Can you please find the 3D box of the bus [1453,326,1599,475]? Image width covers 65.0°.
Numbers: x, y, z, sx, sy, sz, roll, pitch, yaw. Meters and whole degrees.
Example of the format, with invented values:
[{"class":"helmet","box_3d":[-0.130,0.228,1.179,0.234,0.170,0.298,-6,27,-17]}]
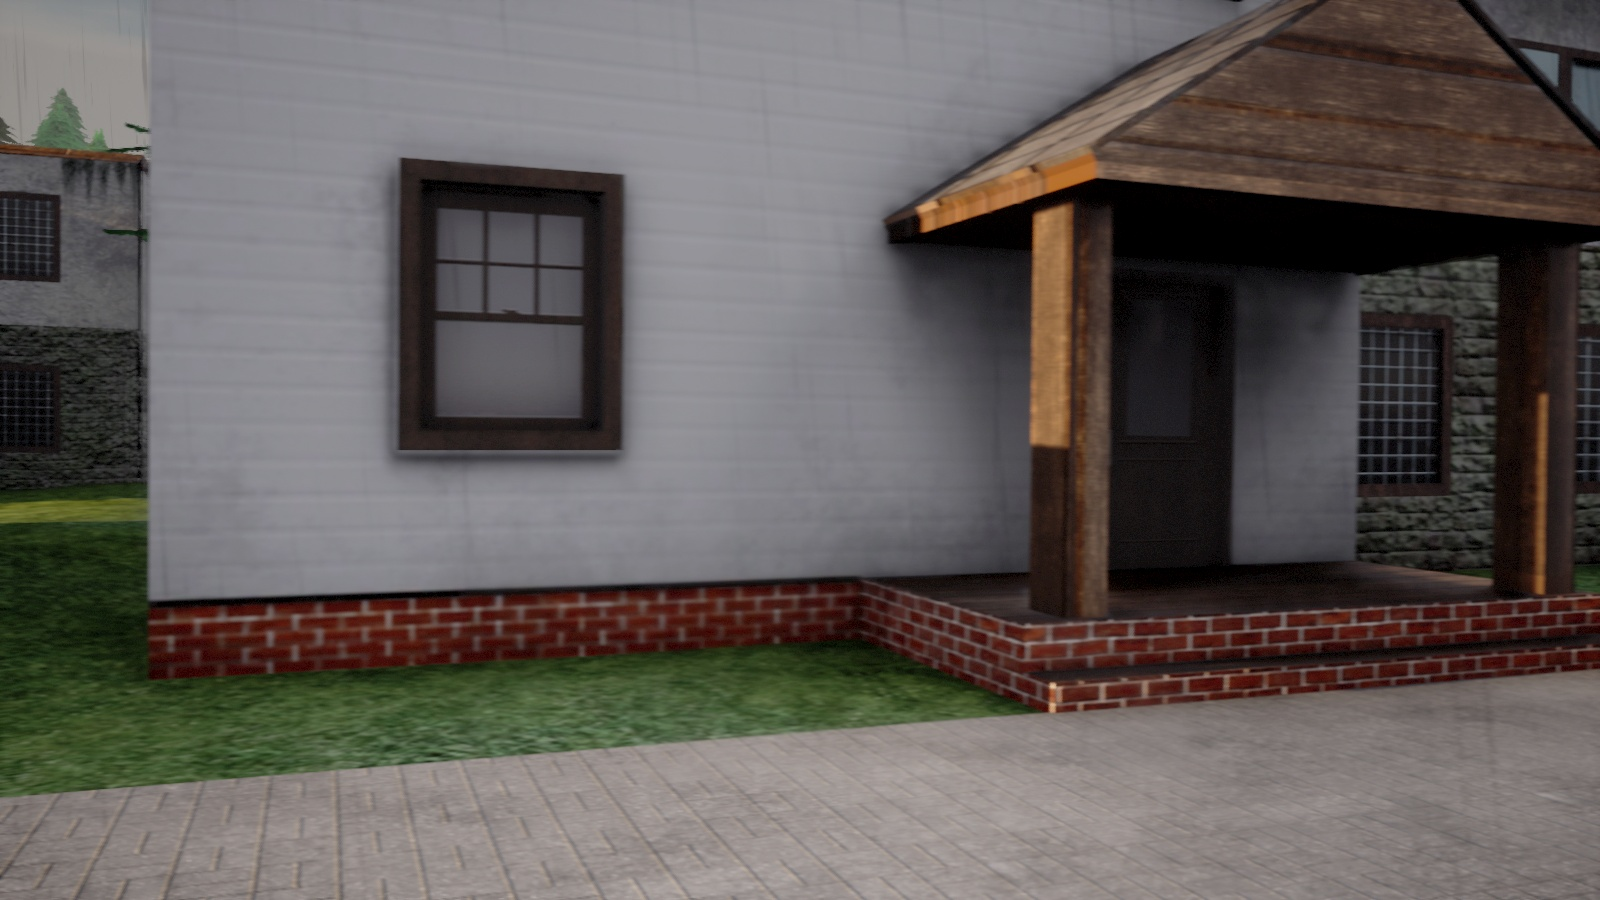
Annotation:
[{"class":"bus","box_3d":[24.777,-1.449,36.596,3.944,4.253,10.273,-1,1,-19]}]
